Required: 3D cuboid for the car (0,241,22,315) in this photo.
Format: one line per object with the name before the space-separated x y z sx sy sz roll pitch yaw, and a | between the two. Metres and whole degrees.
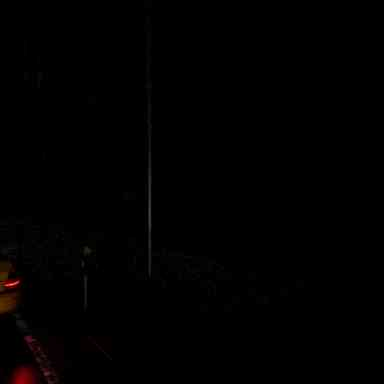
car | -4.906 1.457 6.935 1.801 1.575 5.366 0 0 -37
